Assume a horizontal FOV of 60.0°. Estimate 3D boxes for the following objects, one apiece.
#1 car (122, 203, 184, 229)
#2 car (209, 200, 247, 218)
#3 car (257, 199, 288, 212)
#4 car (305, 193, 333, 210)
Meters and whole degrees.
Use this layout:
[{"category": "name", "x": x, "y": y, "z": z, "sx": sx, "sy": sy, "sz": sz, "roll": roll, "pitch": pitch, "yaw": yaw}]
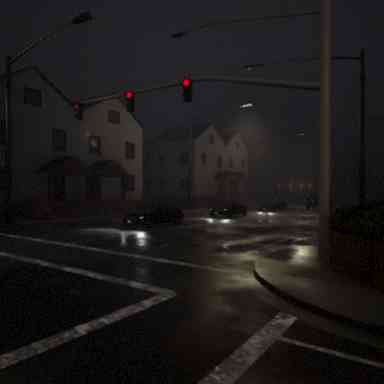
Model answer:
[{"category": "car", "x": -2.360, "y": 1.449, "z": 21.324, "sx": 1.812, "sy": 1.442, "sz": 4.674, "roll": 0, "pitch": 0, "yaw": 35}, {"category": "car", "x": 3.329, "y": 1.449, "z": 29.532, "sx": 1.812, "sy": 1.442, "sz": 4.674, "roll": 0, "pitch": 0, "yaw": 35}, {"category": "car", "x": 9.333, "y": 1.470, "z": 38.188, "sx": 2.033, "sy": 1.411, "sz": 5.357, "roll": 0, "pitch": 0, "yaw": 35}, {"category": "car", "x": 15.579, "y": 1.164, "z": 40.726, "sx": 2.150, "sy": 2.045, "sz": 5.566, "roll": 0, "pitch": 0, "yaw": 35}]
